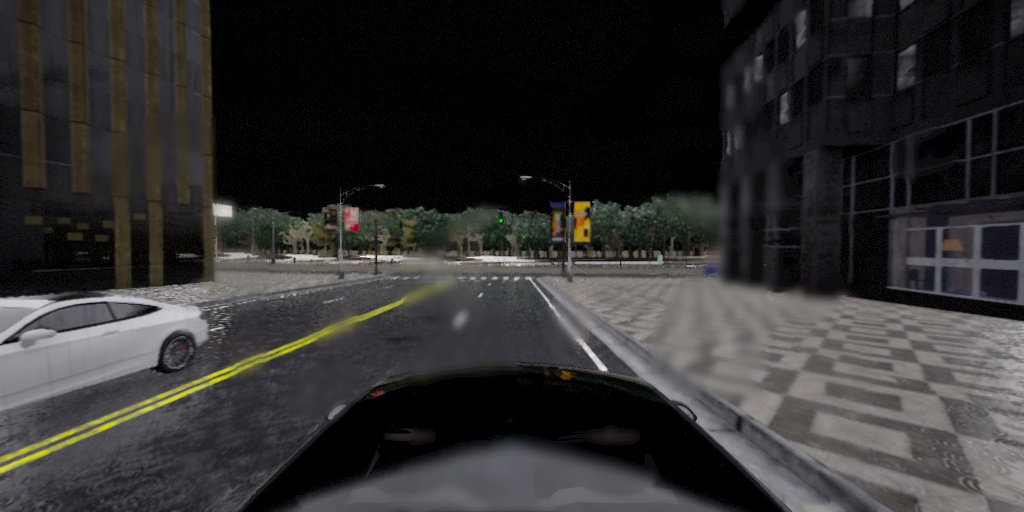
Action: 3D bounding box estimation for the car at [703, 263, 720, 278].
[{"bbox_3d":[22.314,1.429,36.587,5.008,1.535,1.882,0,1,9],"label":"car"}]

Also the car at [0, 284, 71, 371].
[{"bbox_3d":[-9.850,1.280,4.939,1.812,1.442,4.674,0,0,0],"label":"car"}]

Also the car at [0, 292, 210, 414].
[{"bbox_3d":[-6.601,1.279,4.868,1.812,1.442,4.674,0,0,0],"label":"car"}]
